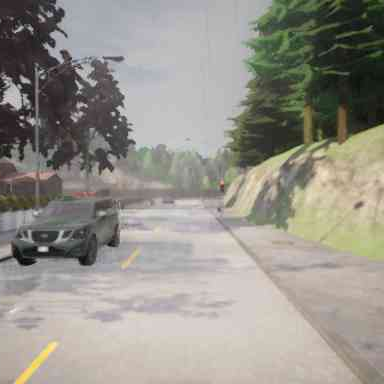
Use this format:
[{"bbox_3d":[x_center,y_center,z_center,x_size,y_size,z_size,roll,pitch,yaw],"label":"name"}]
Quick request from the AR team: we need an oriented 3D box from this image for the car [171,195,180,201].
[{"bbox_3d":[-4.008,1.365,81.956,1.994,1.385,4.181,0,0,0],"label":"car"}]

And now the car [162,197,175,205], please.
[{"bbox_3d":[-4.005,1.497,56.675,1.994,1.385,4.181,0,1,0],"label":"car"}]

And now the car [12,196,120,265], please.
[{"bbox_3d":[-4.088,1.205,11.908,2.150,2.045,5.566,0,0,0],"label":"car"}]
